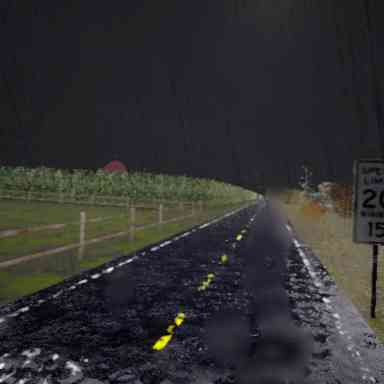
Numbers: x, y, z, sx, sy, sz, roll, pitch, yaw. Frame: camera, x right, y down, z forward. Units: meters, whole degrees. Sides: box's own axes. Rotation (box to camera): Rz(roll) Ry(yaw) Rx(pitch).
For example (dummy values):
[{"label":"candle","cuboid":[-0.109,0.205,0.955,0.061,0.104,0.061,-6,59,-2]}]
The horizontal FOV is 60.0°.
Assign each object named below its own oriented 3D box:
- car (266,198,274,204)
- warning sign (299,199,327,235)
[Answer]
[{"label":"car","cuboid":[19.303,2.334,82.345,1.994,1.385,4.181,2,0,13]},{"label":"warning sign","cuboid":[6.747,1.360,18.547,1.300,1.860,1.060,2,-1,13]}]
